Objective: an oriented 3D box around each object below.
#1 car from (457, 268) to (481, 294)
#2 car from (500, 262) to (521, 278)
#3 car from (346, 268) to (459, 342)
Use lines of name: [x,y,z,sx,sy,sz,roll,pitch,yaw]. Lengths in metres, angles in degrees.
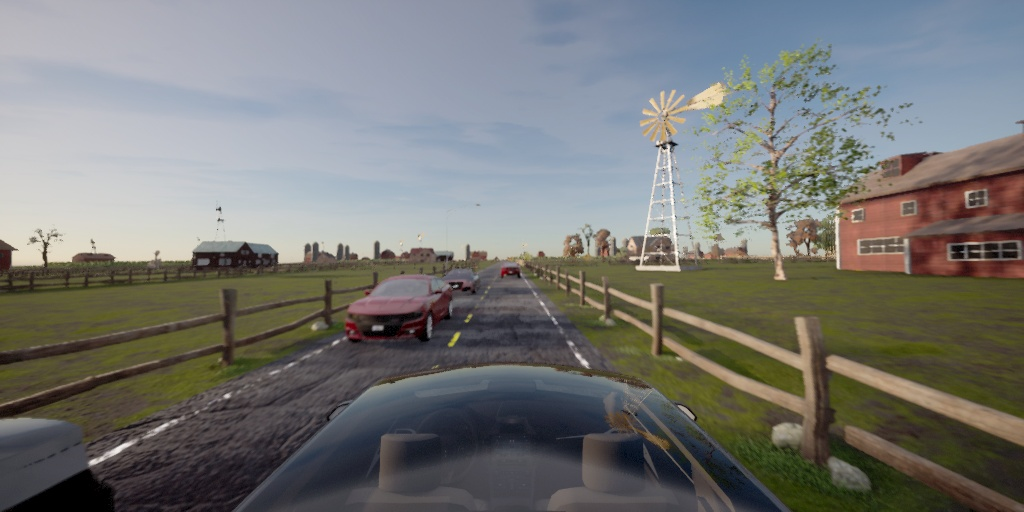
car: [-2.952,1.416,20.945,1.994,1.385,4.181,0,0,1]
car: [-0.139,1.388,36.324,1.882,1.535,5.008,0,-1,-1]
car: [-2.893,1.280,10.177,1.882,1.535,5.008,0,0,-1]
